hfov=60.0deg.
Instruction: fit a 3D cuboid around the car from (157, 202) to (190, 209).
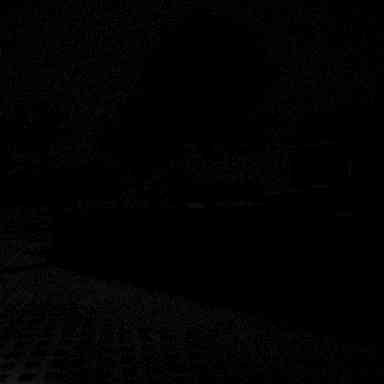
[{"bbox_3d":[-1.958,1.758,29.342,2.097,1.767,4.553,-1,-2,35],"label":"car"}]
